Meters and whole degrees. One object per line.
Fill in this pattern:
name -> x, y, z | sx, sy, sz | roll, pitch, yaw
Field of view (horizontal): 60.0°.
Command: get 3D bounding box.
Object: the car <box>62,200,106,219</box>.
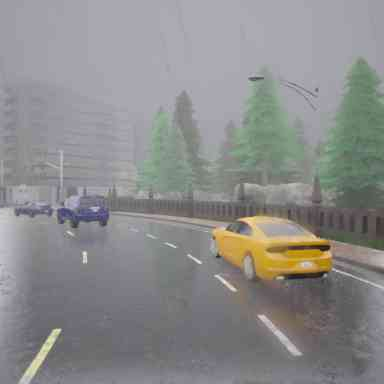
car -> -9.971, 1.505, 30.485 | 1.837, 1.490, 4.892 | 0, 0, -43

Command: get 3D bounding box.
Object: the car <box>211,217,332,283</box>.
car -> 2.014, 1.477, 9.885 | 1.882, 1.535, 5.008 | 0, 0, -13

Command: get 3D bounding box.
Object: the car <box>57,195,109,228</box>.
car -> -7.464, 1.221, 22.530 | 2.150, 2.045, 5.566 | 0, 0, -35

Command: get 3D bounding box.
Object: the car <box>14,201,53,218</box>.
car -> -14.532, 1.526, 30.563 | 4.674, 1.442, 1.812 | 0, 0, 39
